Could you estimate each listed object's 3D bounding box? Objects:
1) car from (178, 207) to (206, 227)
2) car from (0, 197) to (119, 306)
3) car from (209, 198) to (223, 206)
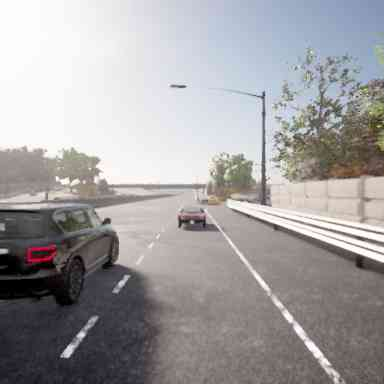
[{"bbox_3d":[0.007,1.683,23.763,1.895,1.301,4.718,0,0,0],"label":"car"},{"bbox_3d":[-3.399,1.247,8.242,2.150,2.045,5.566,0,0,0],"label":"car"},{"bbox_3d":[5.037,2.051,69.828,1.882,1.535,5.008,0,-1,20],"label":"car"}]
